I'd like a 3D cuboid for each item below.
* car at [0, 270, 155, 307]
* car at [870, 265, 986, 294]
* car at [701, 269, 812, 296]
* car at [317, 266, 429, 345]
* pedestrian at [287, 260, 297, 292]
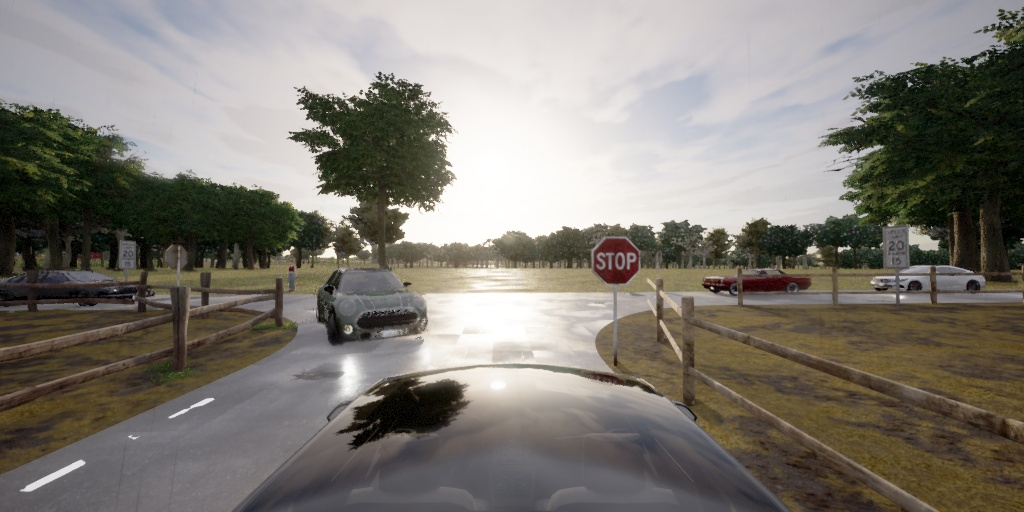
[{"bbox_3d":[-18.033,1.284,14.608,5.357,1.411,2.033,0,-1,-2],"label":"car"},{"bbox_3d":[21.631,1.199,18.715,4.674,1.442,1.812,0,-1,1],"label":"car"},{"bbox_3d":[12.465,1.320,18.520,4.718,1.301,1.895,0,-1,-3],"label":"car"},{"bbox_3d":[-3.921,1.106,9.736,2.097,1.767,4.553,0,0,-34],"label":"car"},{"bbox_3d":[-12.746,1.143,20.769,0.375,1.860,0.375,0,-1,-2],"label":"pedestrian"}]
